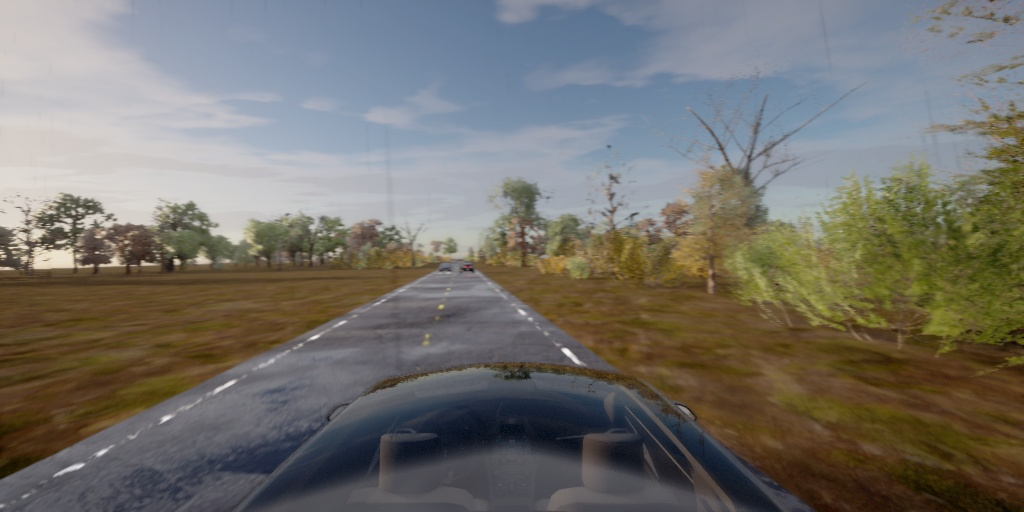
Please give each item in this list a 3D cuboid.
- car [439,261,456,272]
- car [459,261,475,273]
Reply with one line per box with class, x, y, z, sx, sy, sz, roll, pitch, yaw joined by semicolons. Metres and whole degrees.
car;-10.093;1.722;54.729;2.033;1.411;5.357;-1;0;-7
car;-6.068;1.555;48.604;1.837;1.490;4.892;-1;0;-8
